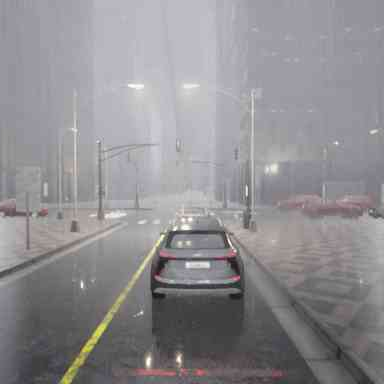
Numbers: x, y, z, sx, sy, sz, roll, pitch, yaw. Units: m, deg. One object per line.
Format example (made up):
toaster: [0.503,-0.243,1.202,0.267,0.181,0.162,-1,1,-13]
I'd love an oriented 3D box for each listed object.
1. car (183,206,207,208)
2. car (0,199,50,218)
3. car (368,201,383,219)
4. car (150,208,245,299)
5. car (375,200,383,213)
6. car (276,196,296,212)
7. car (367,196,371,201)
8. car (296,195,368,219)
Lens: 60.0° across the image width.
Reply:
car: [0.133,1.498,17.521,1.837,1.490,4.892,0,0,0]
car: [-14.857,1.552,29.183,4.507,1.381,1.887,0,1,0]
car: [17.827,1.727,29.212,4.313,1.339,1.947,0,1,0]
car: [0.126,1.424,8.434,2.033,1.649,4.856,0,0,1]
car: [23.472,1.614,37.740,4.313,1.339,1.947,0,1,0]
car: [12.187,1.306,37.727,5.009,1.841,2.192,0,1,0]
car: [17.831,1.334,37.732,5.009,1.841,2.192,0,1,0]
car: [12.184,1.448,29.204,5.009,1.841,2.192,0,1,0]
